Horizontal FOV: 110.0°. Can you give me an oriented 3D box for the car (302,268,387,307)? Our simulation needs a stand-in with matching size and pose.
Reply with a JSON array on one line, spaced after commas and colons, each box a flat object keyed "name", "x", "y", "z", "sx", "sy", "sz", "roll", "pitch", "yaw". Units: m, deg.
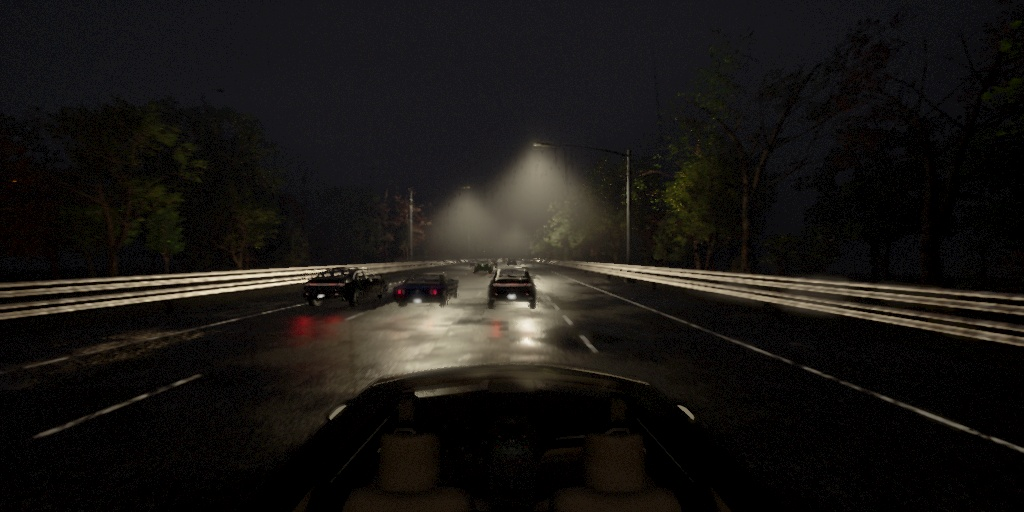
[{"name": "car", "x": -6.999, "y": 1.267, "z": 15.561, "sx": 2.128, "sy": 1.511, "sz": 4.902, "roll": 0, "pitch": 0, "yaw": 0}]

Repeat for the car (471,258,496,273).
[{"name": "car", "x": -3.498, "y": 1.190, "z": 45.122, "sx": 2.097, "sy": 1.767, "sz": 4.553, "roll": 0, "pitch": 0, "yaw": 0}]

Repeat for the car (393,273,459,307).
[{"name": "car", "x": -3.498, "y": 1.376, "z": 15.516, "sx": 1.895, "sy": 1.301, "sz": 4.718, "roll": 0, "pitch": 0, "yaw": 0}]

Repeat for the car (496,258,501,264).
[{"name": "car", "x": -3.498, "y": 1.372, "z": 63.206, "sx": 2.128, "sy": 1.511, "sz": 4.902, "roll": 0, "pitch": 0, "yaw": 0}]

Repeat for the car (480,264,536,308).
[{"name": "car", "x": 0.001, "y": 1.267, "z": 15.438, "sx": 2.128, "sy": 1.511, "sz": 4.902, "roll": 0, "pitch": 0, "yaw": 0}]
